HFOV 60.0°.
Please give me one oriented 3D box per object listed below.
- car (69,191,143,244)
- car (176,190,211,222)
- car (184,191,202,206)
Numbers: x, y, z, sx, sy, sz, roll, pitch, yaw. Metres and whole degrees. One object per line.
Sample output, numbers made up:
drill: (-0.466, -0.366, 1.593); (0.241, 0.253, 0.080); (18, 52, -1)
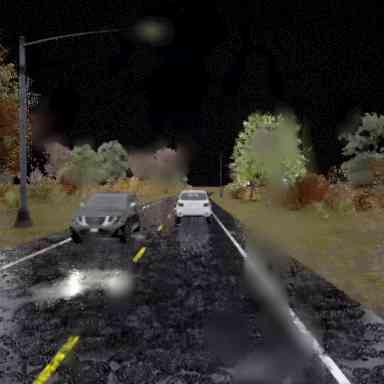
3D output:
car: (-3.594, 0.996, 14.988); (2.150, 2.045, 5.566); (0, 1, 0)
car: (0.097, 0.884, 22.612); (2.150, 2.045, 5.566); (0, 1, 0)
car: (0.134, 0.751, 40.949); (2.097, 1.767, 4.553); (0, 1, 0)
